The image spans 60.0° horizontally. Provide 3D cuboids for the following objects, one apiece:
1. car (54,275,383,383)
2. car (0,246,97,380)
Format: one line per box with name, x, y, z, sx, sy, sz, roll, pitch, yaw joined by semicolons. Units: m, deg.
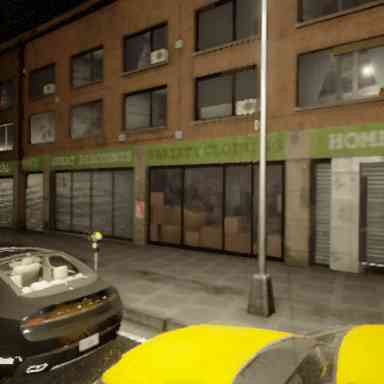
car;1.338;1.525;2.116;4.829;1.417;1.752;0;1;36
car;-2.996;1.537;5.211;4.403;1.369;2.008;0;1;36
